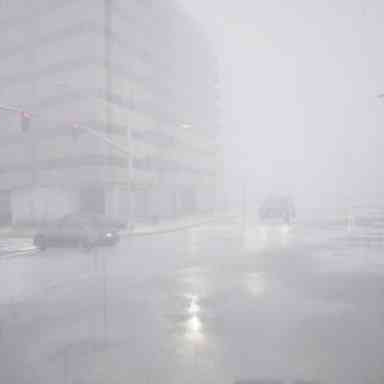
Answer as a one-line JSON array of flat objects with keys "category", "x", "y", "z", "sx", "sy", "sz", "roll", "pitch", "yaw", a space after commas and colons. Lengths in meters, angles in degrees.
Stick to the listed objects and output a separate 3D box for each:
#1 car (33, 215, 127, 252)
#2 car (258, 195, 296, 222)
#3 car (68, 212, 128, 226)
[{"category": "car", "x": -5.548, "y": 1.997, "z": 15.922, "sx": 4.181, "sy": 1.385, "sz": 1.994, "roll": -3, "pitch": -1, "yaw": 26}, {"category": "car", "x": 6.984, "y": 1.279, "z": 26.919, "sx": 2.150, "sy": 2.045, "sz": 5.566, "roll": -3, "pitch": -1, "yaw": 25}, {"category": "car", "x": -6.869, "y": 1.997, "z": 21.374, "sx": 5.357, "sy": 1.411, "sz": 2.033, "roll": -4, "pitch": 2, "yaw": -11}]
